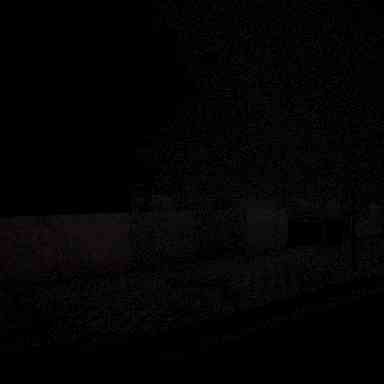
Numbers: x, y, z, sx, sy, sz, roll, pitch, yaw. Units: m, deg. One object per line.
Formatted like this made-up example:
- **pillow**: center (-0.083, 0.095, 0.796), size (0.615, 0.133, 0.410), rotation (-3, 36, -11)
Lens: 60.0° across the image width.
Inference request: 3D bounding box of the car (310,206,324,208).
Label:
- **car**: center (10.665, 1.536, 30.502), size (1.812, 1.442, 4.674), rotation (1, 0, -36)

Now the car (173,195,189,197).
- **car**: center (-1.185, 1.234, 46.973), size (2.128, 1.511, 4.902), rotation (1, 0, -36)

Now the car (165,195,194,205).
- **car**: center (-2.122, 1.264, 53.194), size (2.033, 1.411, 5.357), rotation (1, 0, -35)

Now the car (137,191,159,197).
- **car**: center (-8.190, 0.798, 61.528), size (2.150, 2.045, 5.566), rotation (1, 0, -36)
